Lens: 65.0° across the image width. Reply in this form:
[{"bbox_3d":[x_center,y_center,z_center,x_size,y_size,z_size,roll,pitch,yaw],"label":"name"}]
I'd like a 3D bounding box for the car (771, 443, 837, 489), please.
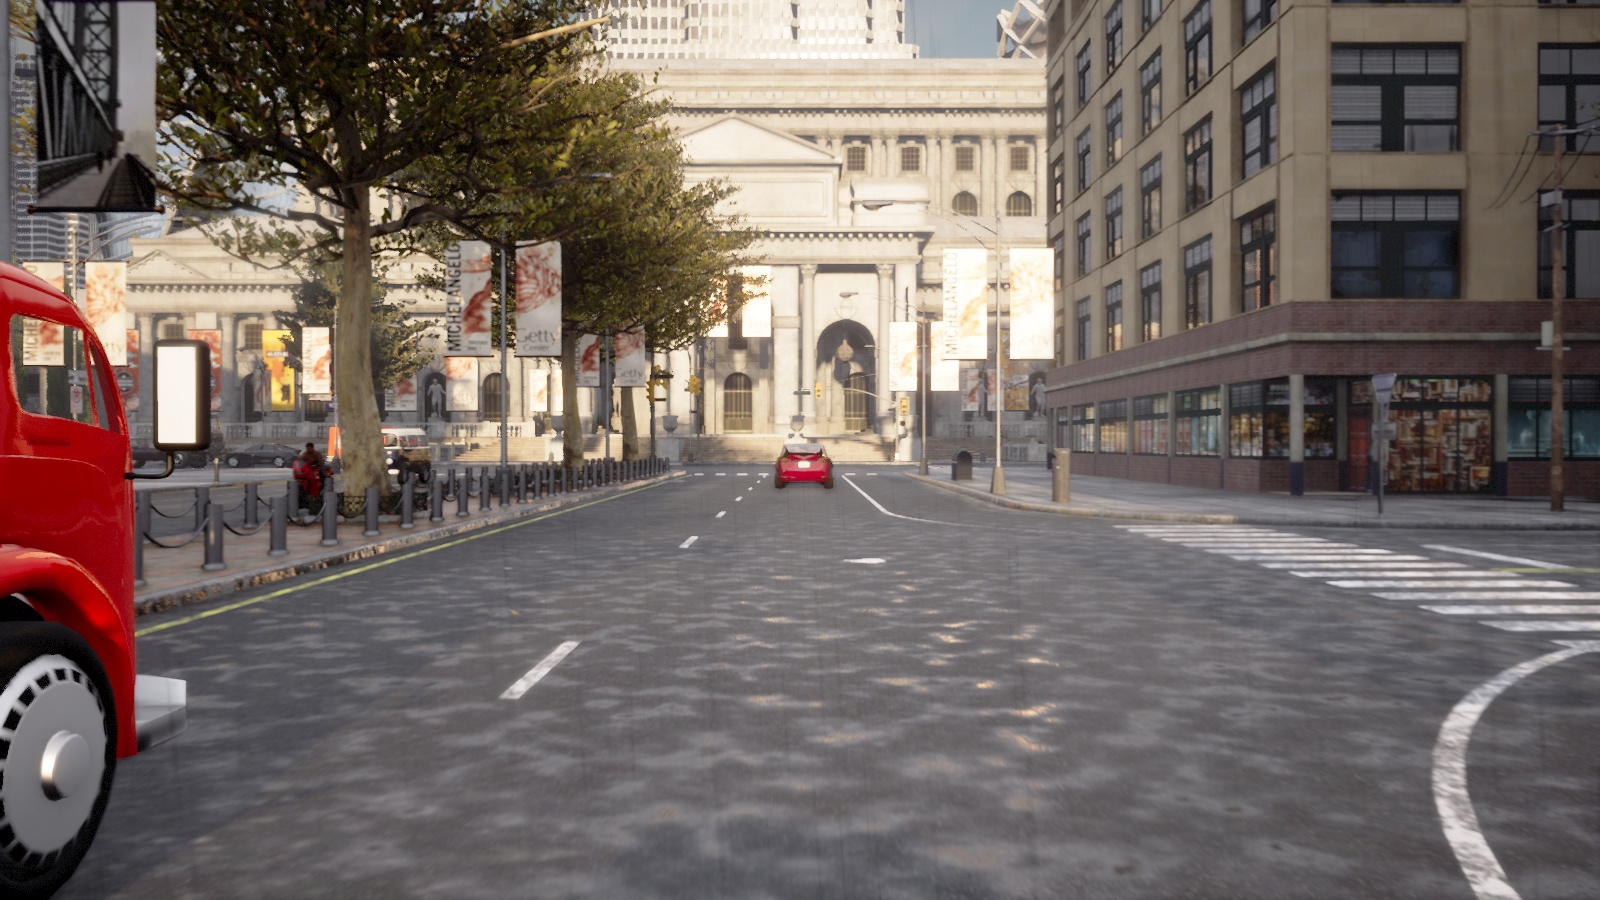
[{"bbox_3d":[0.147,0.507,43.371,2.163,1.488,4.792,0,0,0],"label":"car"}]

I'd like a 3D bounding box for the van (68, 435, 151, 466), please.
[{"bbox_3d":[-45.290,0.010,82.448,4.442,1.987,1.775,0,0,0],"label":"van"}]

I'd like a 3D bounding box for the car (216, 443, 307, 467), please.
[{"bbox_3d":[-33.798,0.291,78.906,4.892,1.490,1.837,0,0,0],"label":"car"}]

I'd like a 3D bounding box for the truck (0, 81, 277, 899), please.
[{"bbox_3d":[-3.477,0.243,2.559,2.627,2.467,5.204,0,0,0],"label":"truck"}]

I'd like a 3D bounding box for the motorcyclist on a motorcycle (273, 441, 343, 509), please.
[{"bbox_3d":[-11.389,0.559,29.151,0.797,1.523,2.044,0,0,0],"label":"motorcyclist on a motorcycle"}]

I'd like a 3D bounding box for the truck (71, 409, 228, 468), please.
[{"bbox_3d":[-39.011,-0.683,75.430,7.936,3.462,2.891,0,0,0],"label":"truck"}]

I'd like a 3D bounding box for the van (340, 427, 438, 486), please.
[{"bbox_3d":[-14.846,0.207,45.595,2.069,2.038,4.480,0,0,0],"label":"van"}]

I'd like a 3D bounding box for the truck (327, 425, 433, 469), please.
[{"bbox_3d":[-24.187,-0.164,72.527,5.204,2.467,2.627,0,-1,3],"label":"truck"}]
